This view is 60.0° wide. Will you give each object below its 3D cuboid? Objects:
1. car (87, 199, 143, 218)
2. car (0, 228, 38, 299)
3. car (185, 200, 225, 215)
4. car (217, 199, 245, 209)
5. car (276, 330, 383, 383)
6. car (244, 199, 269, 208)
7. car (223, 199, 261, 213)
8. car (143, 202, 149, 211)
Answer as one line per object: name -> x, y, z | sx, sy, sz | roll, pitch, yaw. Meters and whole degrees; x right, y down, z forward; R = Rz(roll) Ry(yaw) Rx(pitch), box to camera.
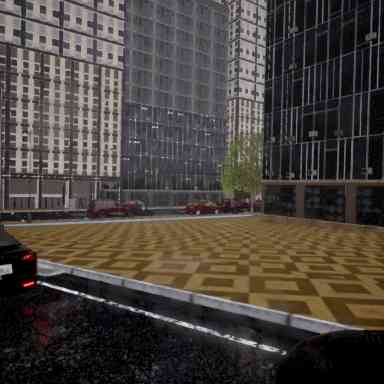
car -> -8.026, 1.644, 33.533 | 5.009, 1.841, 2.192 | 1, 1, -34
car -> -5.438, 1.501, 7.553 | 4.792, 1.488, 2.163 | 0, 0, 36
car -> 1.320, 1.965, 39.948 | 4.507, 1.381, 1.887 | 1, 1, -34
car -> 6.217, 1.872, 52.859 | 4.313, 1.339, 1.947 | 1, 1, -34
car -> 2.753, 1.526, 1.727 | 4.674, 1.442, 1.812 | 0, 0, 36
car -> 10.891, 1.934, 56.065 | 4.206, 1.307, 1.802 | 1, 1, -34
car -> 6.000, 1.782, 43.150 | 5.009, 1.841, 2.192 | 1, 1, -34
car -> -7.810, 1.719, 43.241 | 4.403, 1.369, 2.008 | 1, 1, -34
